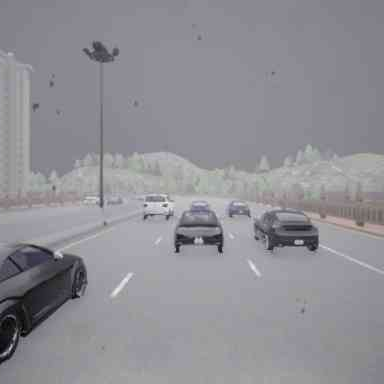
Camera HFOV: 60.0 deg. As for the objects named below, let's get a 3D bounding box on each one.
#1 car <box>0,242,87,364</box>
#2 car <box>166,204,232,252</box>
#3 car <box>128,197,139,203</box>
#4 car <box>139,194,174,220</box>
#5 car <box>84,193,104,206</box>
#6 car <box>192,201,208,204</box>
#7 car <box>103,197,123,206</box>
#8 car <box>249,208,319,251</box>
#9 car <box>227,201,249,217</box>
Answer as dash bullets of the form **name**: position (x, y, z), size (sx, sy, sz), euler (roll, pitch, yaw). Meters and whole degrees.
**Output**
- **car**: position (-3.356, 1.565, 5.810), size (1.994, 1.385, 4.181), euler (0, 0, 1)
- **car**: position (0.293, 1.494, 13.924), size (2.128, 1.511, 4.902), euler (0, 0, 1)
- **car**: position (-9.218, 1.502, 55.082), size (2.128, 1.511, 4.902), euler (0, 0, 2)
- **car**: position (-2.814, 1.227, 28.654), size (2.150, 2.045, 5.566), euler (0, 0, 2)
- **car**: position (-16.193, 1.231, 55.597), size (2.150, 2.045, 5.566), euler (0, 0, 2)
- **car**: position (0.733, 1.532, 30.645), size (1.812, 1.442, 4.674), euler (0, 0, 1)
- **car**: position (-12.715, 1.535, 55.177), size (1.812, 1.442, 4.674), euler (0, 0, 2)
- **car**: position (3.796, 1.508, 14.059), size (1.837, 1.490, 4.892), euler (0, 0, 1)
- **car**: position (4.236, 1.532, 30.680), size (1.812, 1.442, 4.674), euler (0, 0, 1)
